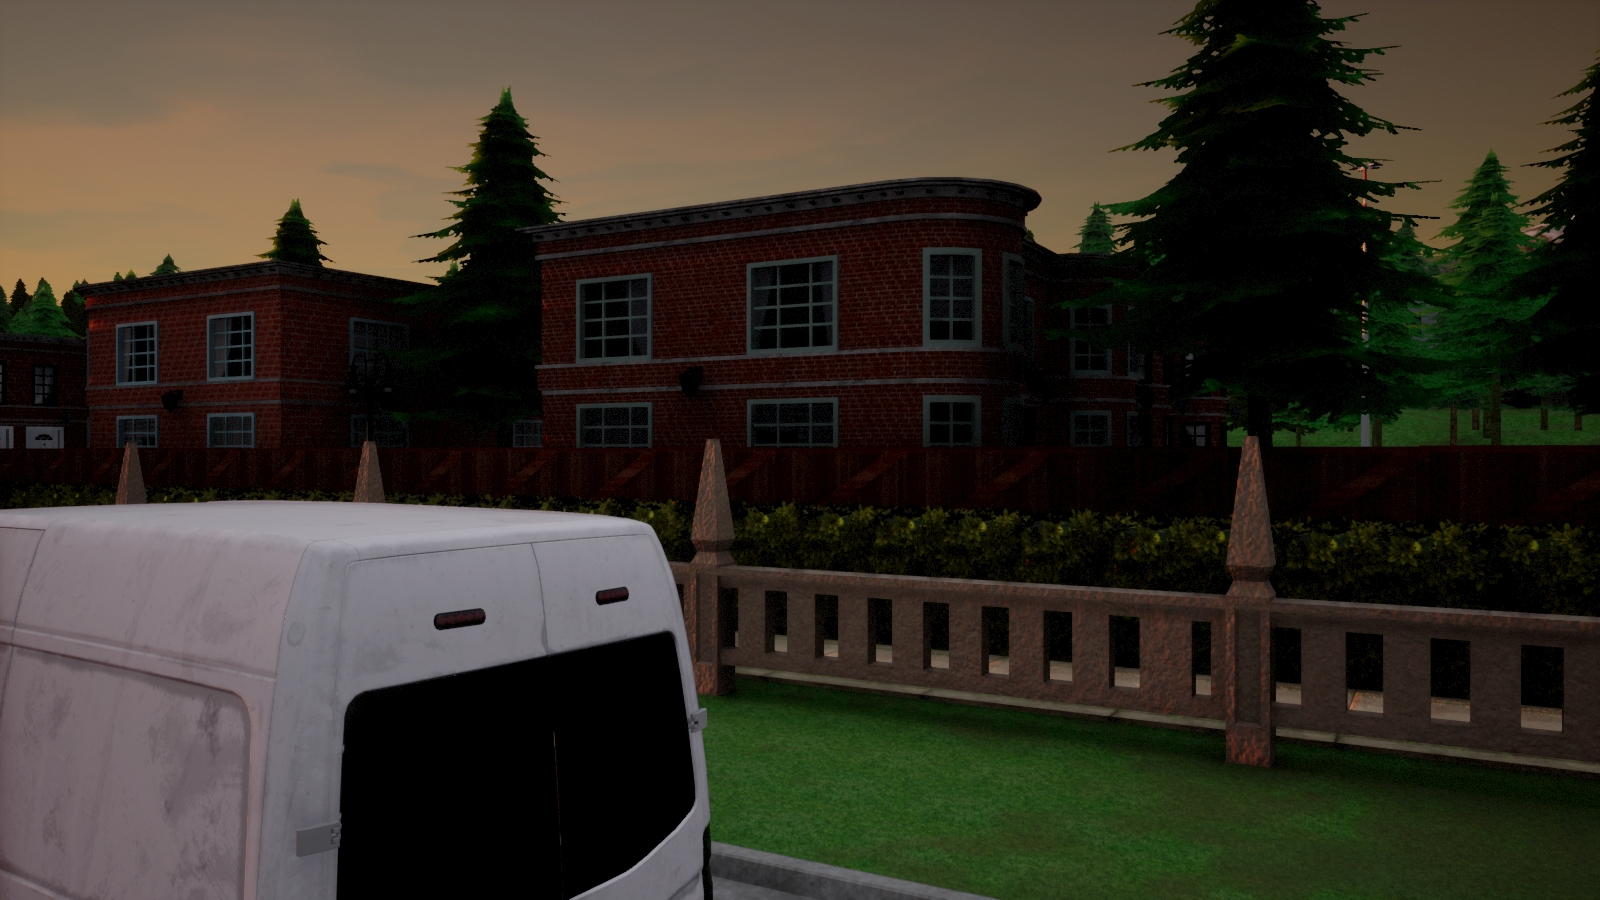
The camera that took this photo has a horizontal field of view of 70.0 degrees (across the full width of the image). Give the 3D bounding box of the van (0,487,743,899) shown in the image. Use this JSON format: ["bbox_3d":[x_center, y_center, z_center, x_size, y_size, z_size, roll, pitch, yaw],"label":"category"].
[{"bbox_3d":[-3.240,1.534,5.467,5.915,2.561,1.988,0,0,34],"label":"van"}]
